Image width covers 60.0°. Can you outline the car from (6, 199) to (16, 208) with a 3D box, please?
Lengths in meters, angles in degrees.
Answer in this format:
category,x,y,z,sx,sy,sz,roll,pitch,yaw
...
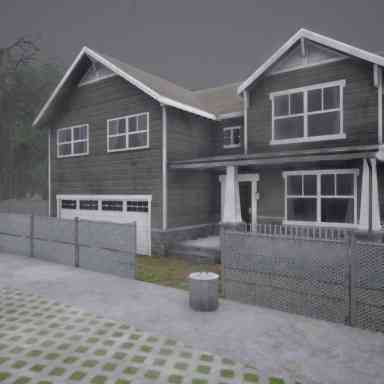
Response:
category,x,y,z,sx,sy,sz,roll,pitch,yaw
car,-14.630,1.450,29.378,4.902,1.511,2.128,0,0,-31

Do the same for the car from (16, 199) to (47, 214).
category,x,y,z,sx,sy,sz,roll,pitch,yaw
car,-11.632,1.469,27.394,4.674,1.442,1.812,0,0,-31

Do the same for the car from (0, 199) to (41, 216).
category,x,y,z,sx,sy,sz,roll,pitch,yaw
car,-17.242,1.465,31.796,4.902,1.511,2.128,0,0,-32
